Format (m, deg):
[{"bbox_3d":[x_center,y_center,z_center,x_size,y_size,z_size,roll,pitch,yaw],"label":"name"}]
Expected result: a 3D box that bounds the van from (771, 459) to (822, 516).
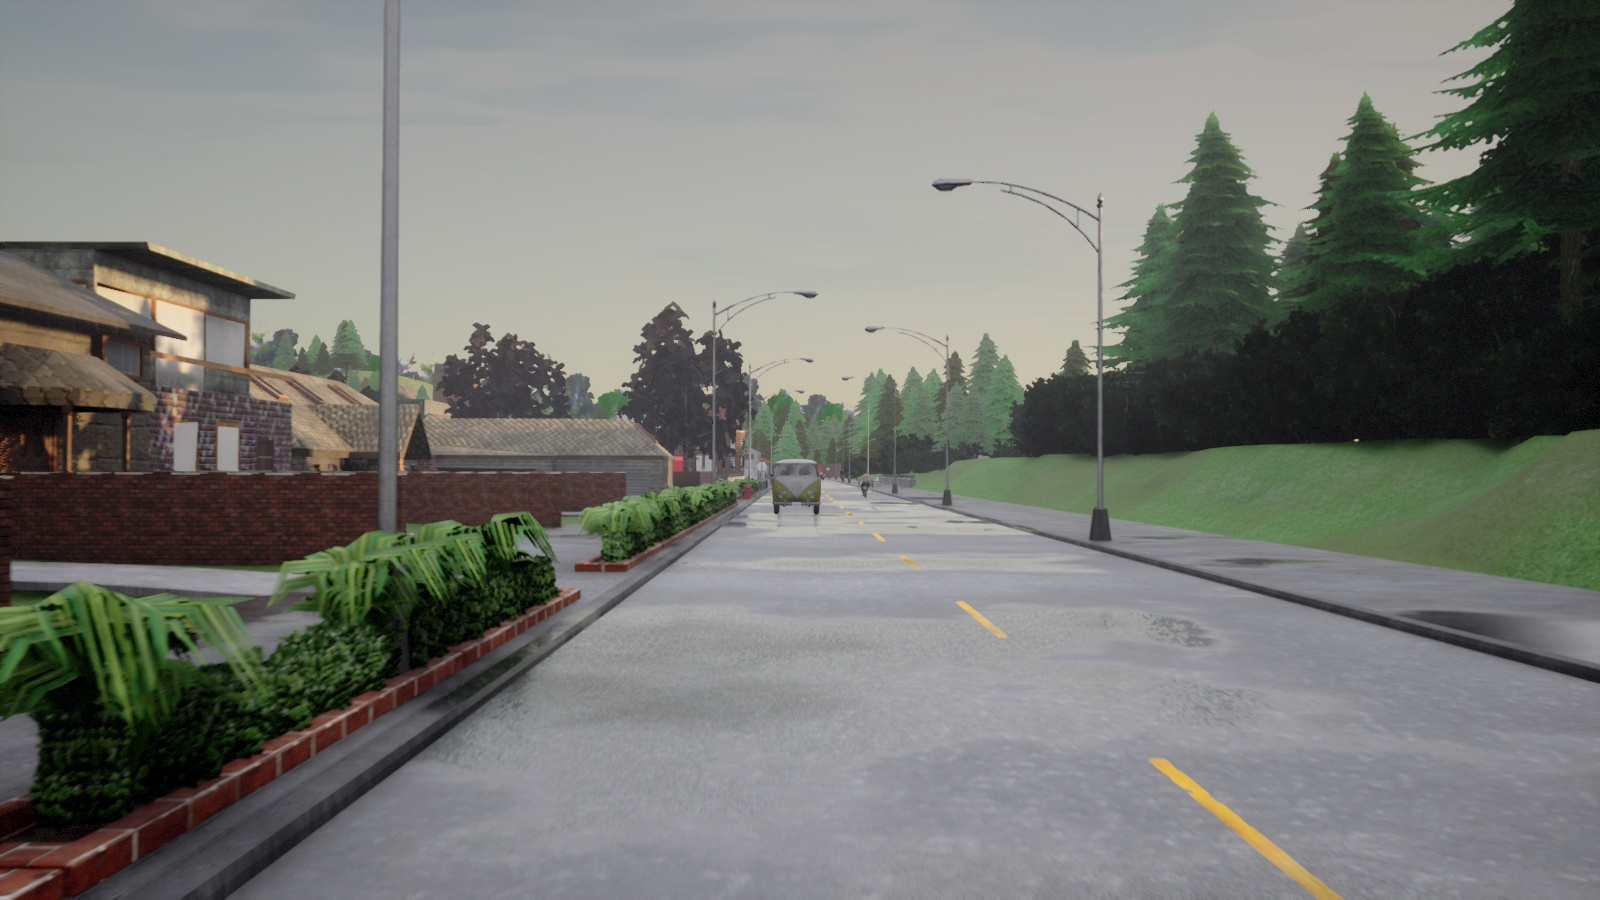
[{"bbox_3d":[-0.113,1.340,46.109,1.775,1.987,4.442,0,-1,0],"label":"van"}]
